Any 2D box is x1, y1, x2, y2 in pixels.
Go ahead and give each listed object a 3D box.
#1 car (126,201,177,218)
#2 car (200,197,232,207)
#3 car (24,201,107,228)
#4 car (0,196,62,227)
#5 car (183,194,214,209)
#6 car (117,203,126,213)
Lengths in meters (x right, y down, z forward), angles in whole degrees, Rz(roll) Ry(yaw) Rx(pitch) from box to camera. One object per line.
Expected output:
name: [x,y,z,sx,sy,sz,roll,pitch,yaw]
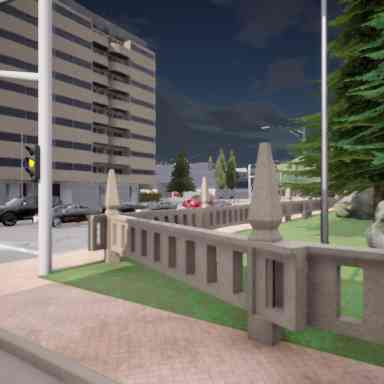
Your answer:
car: [-3.352,1.578,30.978,2.128,1.511,4.902,0,0,34]
car: [3.301,1.649,40.665,1.994,1.385,4.181,0,0,35]
car: [-8.624,1.578,23.278,2.128,1.511,4.902,0,0,34]
car: [-12.076,1.314,24.434,2.150,2.045,5.566,0,0,34]
car: [1.093,1.313,43.655,2.150,2.045,5.566,0,0,34]
car: [-6.561,1.692,32.488,1.895,1.301,4.718,0,0,34]
